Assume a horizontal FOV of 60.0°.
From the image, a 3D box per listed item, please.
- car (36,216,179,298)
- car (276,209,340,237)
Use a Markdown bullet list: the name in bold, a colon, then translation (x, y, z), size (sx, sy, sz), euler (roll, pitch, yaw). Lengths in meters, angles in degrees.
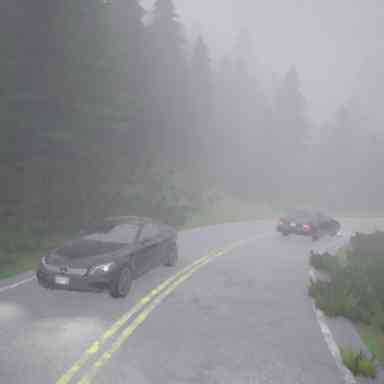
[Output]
- **car**: translation (-1.744, 1.391, 8.466), size (1.812, 1.442, 4.674), euler (2, 1, 17)
- **car**: translation (6.331, 1.656, 17.749), size (2.033, 1.411, 5.357), euler (5, 2, 38)
